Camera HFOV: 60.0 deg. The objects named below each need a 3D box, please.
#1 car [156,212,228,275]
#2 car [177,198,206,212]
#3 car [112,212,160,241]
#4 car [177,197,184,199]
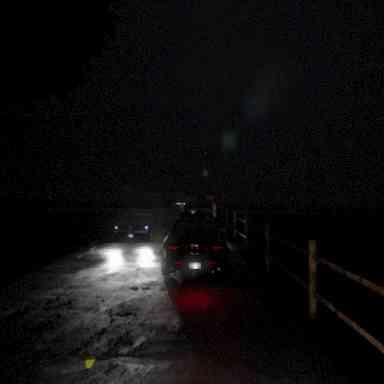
[{"bbox_3d":[0.085,1.613,10.785,1.837,1.490,4.892,0,0,0],"label":"car"},{"bbox_3d":[0.082,1.613,27.874,2.097,1.767,4.553,0,0,0],"label":"car"},{"bbox_3d":[-2.852,1.773,17.796,1.895,1.301,4.718,0,-1,0],"label":"car"},{"bbox_3d":[-2.780,2.089,88.716,2.097,1.767,4.553,0,0,0],"label":"car"}]
